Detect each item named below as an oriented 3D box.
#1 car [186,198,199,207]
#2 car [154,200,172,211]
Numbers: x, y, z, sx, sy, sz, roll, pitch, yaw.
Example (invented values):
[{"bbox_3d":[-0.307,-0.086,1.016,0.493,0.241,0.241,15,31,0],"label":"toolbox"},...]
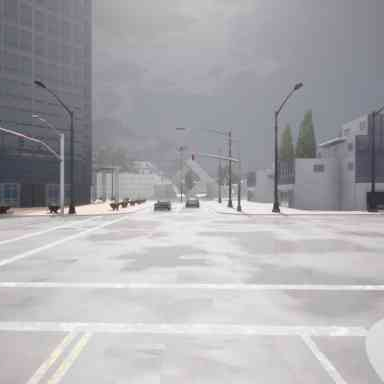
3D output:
[{"bbox_3d":[0.065,1.564,50.669,1.994,1.385,4.181,0,0,0],"label":"car"},{"bbox_3d":[-3.615,1.601,41.553,1.895,1.301,4.718,0,0,0],"label":"car"}]
